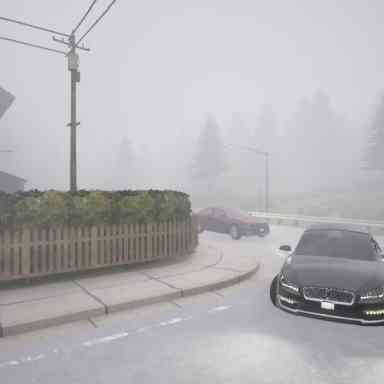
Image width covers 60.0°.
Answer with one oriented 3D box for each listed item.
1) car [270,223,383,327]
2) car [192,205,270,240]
[{"bbox_3d":[3.181,1.506,7.315,1.837,1.490,4.892,0,0,27],"label":"car"},{"bbox_3d":[1.881,1.479,17.451,1.882,1.535,5.008,0,0,-33],"label":"car"}]
